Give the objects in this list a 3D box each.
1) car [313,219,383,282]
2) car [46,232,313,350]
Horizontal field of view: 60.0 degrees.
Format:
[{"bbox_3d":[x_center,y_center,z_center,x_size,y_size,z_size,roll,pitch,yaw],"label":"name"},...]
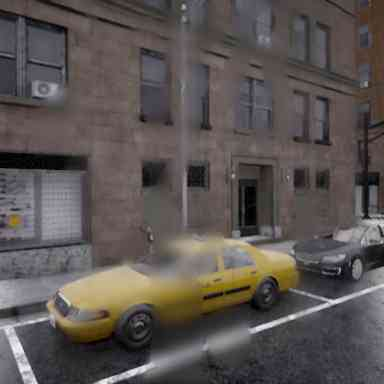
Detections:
[{"bbox_3d":[4.600,1.498,9.458,4.403,1.369,2.008,0,0,-35],"label":"car"},{"bbox_3d":[-0.035,1.505,6.160,4.829,1.417,1.752,0,0,-35],"label":"car"}]
